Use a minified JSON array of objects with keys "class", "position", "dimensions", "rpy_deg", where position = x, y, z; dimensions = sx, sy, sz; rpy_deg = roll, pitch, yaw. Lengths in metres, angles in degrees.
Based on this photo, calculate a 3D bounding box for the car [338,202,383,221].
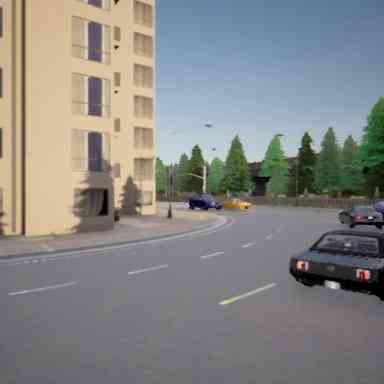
[{"class":"car","position":[11.271,1.605,22.356],"dimensions":[2.033,1.411,5.357],"rpy_deg":[0,0,14]}]

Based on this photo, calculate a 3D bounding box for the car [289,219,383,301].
[{"class":"car","position":[4.352,1.623,8.471],"dimensions":[1.895,1.301,4.718],"rpy_deg":[0,0,42]}]

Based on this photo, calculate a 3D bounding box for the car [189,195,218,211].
[{"class":"car","position":[1.679,1.352,42.594],"dimensions":[2.150,2.045,5.566],"rpy_deg":[0,0,-30]}]

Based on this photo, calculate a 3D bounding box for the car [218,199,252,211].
[{"class":"car","position":[5.692,1.604,42.229],"dimensions":[1.882,1.535,5.008],"rpy_deg":[0,0,-26]}]
